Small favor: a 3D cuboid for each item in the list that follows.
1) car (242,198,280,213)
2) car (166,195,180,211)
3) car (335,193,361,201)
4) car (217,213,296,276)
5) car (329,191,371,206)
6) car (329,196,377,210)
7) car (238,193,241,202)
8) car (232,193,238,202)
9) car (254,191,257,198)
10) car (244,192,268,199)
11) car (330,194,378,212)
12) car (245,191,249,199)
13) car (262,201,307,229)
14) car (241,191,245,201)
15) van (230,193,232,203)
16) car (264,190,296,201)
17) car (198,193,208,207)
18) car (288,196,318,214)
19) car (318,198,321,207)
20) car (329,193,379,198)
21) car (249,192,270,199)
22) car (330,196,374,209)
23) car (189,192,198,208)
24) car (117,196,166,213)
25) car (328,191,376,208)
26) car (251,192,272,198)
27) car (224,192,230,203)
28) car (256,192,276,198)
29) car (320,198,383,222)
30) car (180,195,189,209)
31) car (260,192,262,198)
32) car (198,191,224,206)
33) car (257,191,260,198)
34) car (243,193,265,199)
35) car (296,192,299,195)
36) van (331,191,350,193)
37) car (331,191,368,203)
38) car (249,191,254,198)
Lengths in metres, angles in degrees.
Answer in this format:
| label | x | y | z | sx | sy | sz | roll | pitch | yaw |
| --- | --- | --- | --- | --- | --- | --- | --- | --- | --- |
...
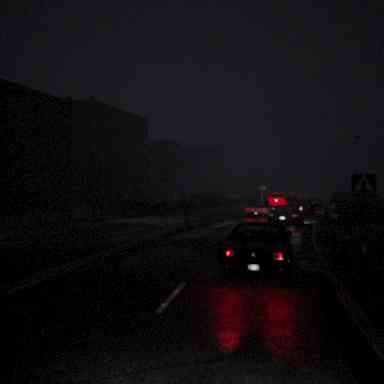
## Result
| label | x | y | z | sx | sy | sz | roll | pitch | yaw |
| --- | --- | --- | --- | --- | --- | --- | --- | --- | --- |
| car | 6.277 | 1.489 | 29.856 | 1.895 | 1.301 | 4.718 | 0 | 0 | 25 |
| car | -4.340 | 1.298 | 36.736 | 5.008 | 1.535 | 2.097 | 0 | 0 | 24 |
| car | 32.611 | 0.978 | 69.821 | 4.892 | 1.521 | 2.231 | 0 | 1 | 24 |
| car | 2.159 | 1.585 | 10.428 | 1.895 | 1.301 | 4.718 | 0 | 0 | 16 |
| car | 23.534 | 0.914 | 49.662 | 5.566 | 2.045 | 2.435 | 0 | 1 | 24 |
| car | 19.001 | 1.281 | 39.514 | 5.008 | 1.535 | 2.097 | 0 | 1 | 24 |
| car | 5.786 | 0.944 | 59.393 | 4.553 | 1.767 | 2.185 | 0 | 1 | 24 |
| car | 4.681 | 1.096 | 56.868 | 5.008 | 1.535 | 2.097 | 0 | 1 | 24 |
| car | 10.330 | 0.977 | 69.443 | 4.892 | 1.521 | 2.231 | 0 | 1 | 24 |
| car | 15.792 | 0.879 | 82.101 | 5.366 | 1.575 | 1.946 | 0 | 0 | 24 |
| car | 17.845 | 1.187 | 36.849 | 4.553 | 1.767 | 2.185 | 0 | 1 | 24 |
| car | 8.098 | 0.895 | 64.400 | 4.553 | 1.767 | 2.185 | 0 | 1 | 24 |
| car | 6.091 | 1.500 | 21.498 | 1.994 | 1.385 | 4.181 | 0 | 0 | 22 |
| car | 6.913 | 0.919 | 61.909 | 4.553 | 1.767 | 2.185 | 0 | 1 | 24 |
| van | 3.665 | 0.898 | 54.299 | 4.442 | 1.987 | 1.878 | 0 | 1 | 24 |
| car | 10.369 | 1.034 | 39.027 | 2.150 | 2.045 | 5.566 | 0 | 1 | 24 |
| car | -0.957 | 1.234 | 44.288 | 4.892 | 1.521 | 2.231 | 0 | 1 | 24 |
| car | 11.184 | 1.433 | 33.406 | 1.994 | 1.385 | 4.181 | 0 | 1 | 24 |
| car | 16.608 | 1.300 | 45.502 | 1.994 | 1.385 | 4.181 | 0 | 1 | 25 |
| car | 14.427 | 1.259 | 29.237 | 4.553 | 1.767 | 2.185 | 0 | 0 | 24 |
| car | 17.094 | 0.868 | 84.538 | 4.892 | 1.521 | 2.231 | 0 | 0 | 24 |
| car | 20.100 | 1.254 | 41.931 | 4.892 | 1.521 | 2.231 | 0 | 1 | 24 |
| car | -2.052 | 1.131 | 41.751 | 4.553 | 1.767 | 2.185 | 0 | 1 | 24 |
| car | -5.436 | 1.189 | 34.199 | 4.553 | 1.767 | 2.185 | 0 | 0 | 24 |
| car | 21.258 | 0.973 | 44.452 | 5.566 | 2.045 | 2.435 | 0 | 1 | 24 |
| car | 18.189 | 0.883 | 87.070 | 4.792 | 1.488 | 2.163 | 0 | 0 | 24 |
| car | 2.600 | 1.148 | 51.758 | 5.366 | 1.575 | 1.946 | 0 | 1 | 24 |
| car | 20.466 | 0.828 | 92.092 | 5.008 | 1.535 | 2.097 | 0 | 0 | 24 |
| car | 12.145 | 1.440 | 24.305 | 4.792 | 1.488 | 2.163 | 0 | 0 | 24 |
| car | -3.206 | 1.318 | 39.248 | 4.674 | 1.452 | 2.002 | 0 | 1 | 24 |
| car | 12.584 | 0.936 | 74.474 | 4.892 | 1.521 | 2.231 | 0 | 1 | 24 |
| car | 1.278 | 0.927 | 49.326 | 5.566 | 2.045 | 2.435 | 0 | 1 | 24 |
| car | 11.457 | 0.956 | 71.959 | 4.892 | 1.521 | 2.231 | 0 | 1 | 24 |
| car | 14.836 | 0.939 | 79.508 | 4.674 | 1.452 | 2.002 | 0 | 0 | 24 |
| car | 14.318 | 1.215 | 47.890 | 1.837 | 1.490 | 4.892 | 0 | 1 | 24 |
| van | 15.483 | 1.138 | 31.949 | 4.442 | 1.987 | 1.878 | 0 | 1 | 24 |
| car | 26.950 | 0.836 | 57.129 | 5.566 | 2.045 | 2.435 | 0 | 1 | 24 |
| car | 9.202 | 0.999 | 66.927 | 4.892 | 1.521 | 2.231 | 0 | 1 | 24 |
